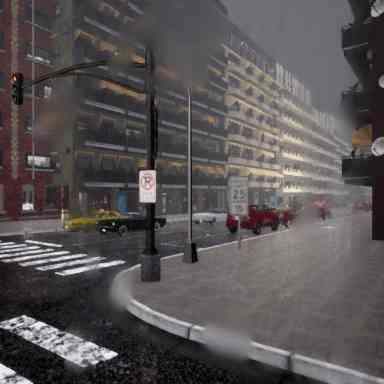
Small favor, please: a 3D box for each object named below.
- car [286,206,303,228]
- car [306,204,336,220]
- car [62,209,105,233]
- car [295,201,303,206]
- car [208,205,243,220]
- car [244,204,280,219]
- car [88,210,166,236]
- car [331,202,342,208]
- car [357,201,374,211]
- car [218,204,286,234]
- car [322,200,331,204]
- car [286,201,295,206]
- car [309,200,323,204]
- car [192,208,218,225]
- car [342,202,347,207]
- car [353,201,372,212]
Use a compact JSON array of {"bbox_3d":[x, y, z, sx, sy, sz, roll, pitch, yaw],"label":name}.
[{"bbox_3d":[7.326,2.043,26.616,1.887,1.381,4.507,-1,-2,35],"label":"car"},{"bbox_3d":[13.820,2.284,35.895,1.802,1.307,4.206,-1,-2,35],"label":"car"},{"bbox_3d":[-6.141,1.834,21.932,1.752,1.417,4.829,-1,-2,35],"label":"car"},{"bbox_3d":[16.686,2.340,54.558,2.192,1.841,5.009,-1,-2,35],"label":"car"},{"bbox_3d":[3.699,2.164,35.992,1.887,1.381,4.507,-1,-2,35],"label":"car"},{"bbox_3d":[7.954,2.171,37.510,2.128,1.511,4.902,0,-1,35],"label":"car"},{"bbox_3d":[-3.762,1.911,20.789,1.895,1.301,4.718,0,-1,35],"label":"car"},{"bbox_3d":[32.924,3.067,77.754,1.887,1.381,4.507,-1,-2,35],"label":"car"},{"bbox_3d":[33.301,2.621,63.743,2.192,1.841,5.009,-1,-2,35],"label":"car"},{"bbox_3d":[4.077,1.711,21.982,2.192,1.841,5.009,-1,-2,35],"label":"car"},{"bbox_3d":[26.427,2.640,68.479,2.192,1.841,5.009,-1,-2,35],"label":"car"},{"bbox_3d":[13.342,2.446,49.773,1.752,1.417,4.829,-1,-2,35],"label":"car"},{"bbox_3d":[23.182,2.771,63.834,1.887,1.381,4.507,-1,-2,35],"label":"car"},{"bbox_3d":[1.982,2.093,28.997,1.895,1.301,4.718,0,-1,35],"label":"car"},{"bbox_3d":[39.419,3.282,87.036,1.947,1.339,4.313,-1,-2,35],"label":"car"},{"bbox_3d":[30.053,2.522,59.102,2.192,1.841,5.009,-1,-2,35],"label":"car"}]
